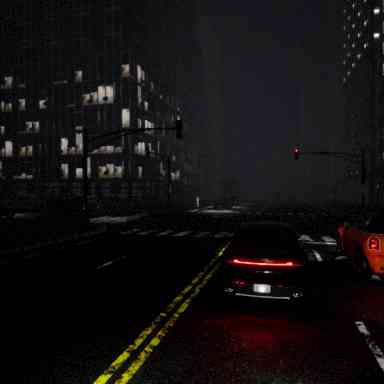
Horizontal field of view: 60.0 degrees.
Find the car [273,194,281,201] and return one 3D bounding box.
[{"bbox_3d":[20.534,1.235,80.316,1.882,1.535,5.008,0,0,15],"label":"car"}]

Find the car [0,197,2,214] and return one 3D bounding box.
[{"bbox_3d":[-20.620,1.259,31.203,5.008,1.535,1.882,0,1,16],"label":"car"}]

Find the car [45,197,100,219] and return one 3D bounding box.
[{"bbox_3d":[-10.045,1.234,28.054,4.553,1.767,2.097,1,1,19],"label":"car"}]

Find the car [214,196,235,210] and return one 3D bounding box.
[{"bbox_3d":[4.017,1.501,42.894,1.812,1.442,4.674,0,0,14],"label":"car"}]

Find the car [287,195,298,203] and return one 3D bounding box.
[{"bbox_3d":[21.093,1.463,69.503,2.128,1.511,4.902,0,0,15],"label":"car"}]

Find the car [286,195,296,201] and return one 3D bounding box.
[{"bbox_3d":[23.680,1.464,79.498,2.033,1.411,5.357,0,0,15],"label":"car"}]

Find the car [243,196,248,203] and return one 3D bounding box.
[{"bbox_3d":[10.260,1.474,66.689,1.812,1.442,4.674,0,0,15],"label":"car"}]

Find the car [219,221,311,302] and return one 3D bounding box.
[{"bbox_3d":[1.878,1.501,8.380,1.837,1.490,4.892,0,0,15],"label":"car"}]

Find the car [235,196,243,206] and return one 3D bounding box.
[{"bbox_3d":[6.597,1.469,52.852,1.837,1.490,4.892,0,0,14],"label":"car"}]

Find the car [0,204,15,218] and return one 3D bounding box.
[{"bbox_3d":[-16.696,1.434,27.286,4.313,1.339,1.947,1,1,16],"label":"car"}]

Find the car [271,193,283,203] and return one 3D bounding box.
[{"bbox_3d":[17.927,1.157,70.260,2.150,2.045,5.566,0,0,15],"label":"car"}]

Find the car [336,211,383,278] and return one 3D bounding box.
[{"bbox_3d":[5.753,1.347,9.974,2.097,1.767,4.553,0,0,15],"label":"car"}]
